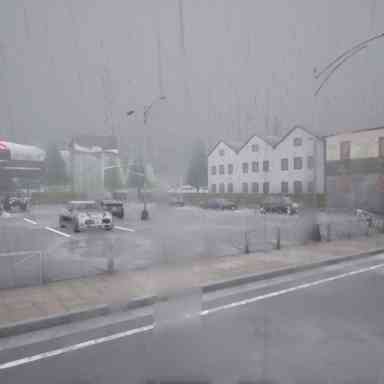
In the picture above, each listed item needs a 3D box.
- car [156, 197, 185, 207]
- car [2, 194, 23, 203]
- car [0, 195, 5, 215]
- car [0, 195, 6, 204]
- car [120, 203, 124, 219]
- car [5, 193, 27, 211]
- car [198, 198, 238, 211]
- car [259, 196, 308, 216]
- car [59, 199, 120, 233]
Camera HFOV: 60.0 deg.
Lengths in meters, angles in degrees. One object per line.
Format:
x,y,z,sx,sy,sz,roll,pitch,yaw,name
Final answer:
-3.111,1.370,46.836,2.033,1.411,5.357,0,0,-35,car
-39.301,1.328,72.998,3.866,1.878,1.905,0,0,-36,car
-18.256,1.113,29.604,1.932,1.855,4.605,0,0,-36,car
-39.529,1.495,65.869,4.611,1.667,2.242,0,0,-36,car
-6.783,1.313,25.511,2.007,1.523,4.514,0,0,-36,car
-20.168,1.092,37.914,1.905,1.878,3.866,0,0,-36,car
2.892,1.370,38.341,2.033,1.411,5.357,0,0,-36,car
8.427,1.174,30.575,2.097,1.767,4.553,0,0,-35,car
-5.654,1.247,17.647,1.970,1.475,3.806,0,0,-36,car
